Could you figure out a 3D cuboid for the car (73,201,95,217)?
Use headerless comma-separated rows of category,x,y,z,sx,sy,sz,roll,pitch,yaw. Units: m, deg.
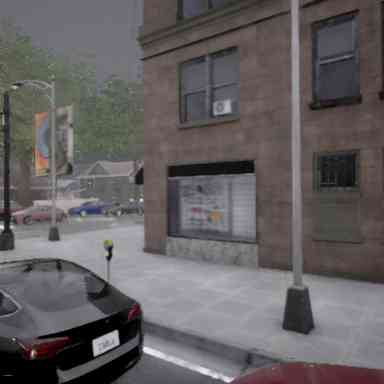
car,-10.176,1.625,33.584,1.882,1.535,5.008,-1,0,35

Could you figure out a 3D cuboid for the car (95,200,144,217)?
car,-6.724,1.612,32.829,1.837,1.490,4.892,-1,0,35

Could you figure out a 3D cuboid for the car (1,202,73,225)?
car,-11.838,1.722,25.646,1.994,1.385,4.181,-1,0,36

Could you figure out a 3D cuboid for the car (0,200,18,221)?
car,-15.525,1.553,26.078,2.097,1.767,4.553,-1,0,35

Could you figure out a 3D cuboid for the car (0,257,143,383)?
car,-2.580,1.614,4.645,4.313,1.339,1.947,-1,0,35

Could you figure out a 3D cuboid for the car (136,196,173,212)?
car,-4.563,1.445,41.450,2.097,1.767,4.553,-1,0,36

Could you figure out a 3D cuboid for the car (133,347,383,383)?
car,1.916,1.573,1.445,4.206,1.307,1.802,-1,0,35
